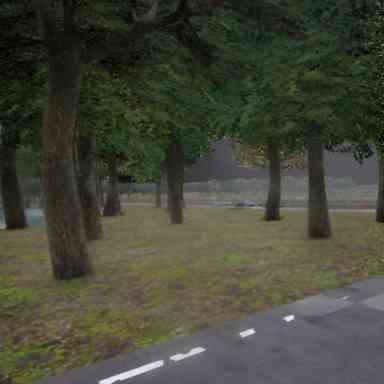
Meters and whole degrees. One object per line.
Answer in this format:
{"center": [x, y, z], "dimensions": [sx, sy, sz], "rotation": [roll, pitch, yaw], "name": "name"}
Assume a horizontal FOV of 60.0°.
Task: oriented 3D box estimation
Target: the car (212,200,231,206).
{"center": [6.481, 2.440, 74.139], "dimensions": [1.895, 1.301, 4.718], "rotation": [-1, 0, -35], "name": "car"}

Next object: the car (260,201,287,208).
{"center": [15.155, 2.210, 61.856], "dimensions": [2.033, 1.411, 5.357], "rotation": [-1, 0, -35], "name": "car"}

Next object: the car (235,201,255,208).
{"center": [10.177, 2.359, 64.100], "dimensions": [1.994, 1.385, 4.181], "rotation": [-1, 0, -35], "name": "car"}
